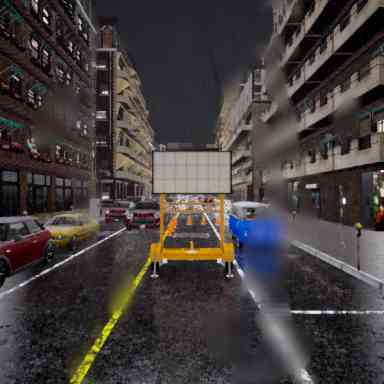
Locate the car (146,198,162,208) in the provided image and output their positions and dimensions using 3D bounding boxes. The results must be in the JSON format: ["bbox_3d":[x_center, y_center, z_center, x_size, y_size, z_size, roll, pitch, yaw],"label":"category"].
[{"bbox_3d":[-5.345,1.586,47.682,1.802,1.307,4.206,1,0,0],"label":"car"}]

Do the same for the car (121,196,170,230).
[{"bbox_3d":[-2.768,1.355,20.868,2.097,1.767,4.553,0,0,0],"label":"car"}]

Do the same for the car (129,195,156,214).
[{"bbox_3d":[-5.333,1.319,36.584,2.192,1.841,5.009,1,0,0],"label":"car"}]

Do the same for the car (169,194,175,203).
[{"bbox_3d":[-5.358,1.318,69.877,2.192,1.841,5.009,1,0,0],"label":"car"}]

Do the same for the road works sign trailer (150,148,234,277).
[{"bbox_3d":[-0.002,0.466,10.214,2.380,3.560,2.880,0,0,0],"label":"road works sign trailer"}]

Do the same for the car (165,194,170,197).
[{"bbox_3d":[-5.352,1.529,58.610,1.752,1.417,4.829,1,0,0],"label":"car"}]

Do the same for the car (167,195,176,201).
[{"bbox_3d":[-5.374,1.567,86.525,1.947,1.339,4.313,1,0,0],"label":"car"}]

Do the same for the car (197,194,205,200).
[{"bbox_3d":[2.504,1.441,92.101,1.967,1.590,4.097,1,0,0],"label":"car"}]

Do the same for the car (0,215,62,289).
[{"bbox_3d":[-5.314,1.442,8.839,1.967,1.590,4.097,1,0,0],"label":"car"}]

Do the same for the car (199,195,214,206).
[{"bbox_3d":[2.533,1.444,53.257,1.967,1.590,4.097,1,0,0],"label":"car"}]

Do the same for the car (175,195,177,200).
[{"bbox_3d":[-5.369,1.553,80.976,2.008,1.369,4.403,1,0,0],"label":"car"}]

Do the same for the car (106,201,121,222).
[{"bbox_3d":[-5.326,1.443,25.486,1.967,1.590,4.097,1,0,0],"label":"car"}]

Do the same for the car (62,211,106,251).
[{"bbox_3d":[-5.319,1.528,14.218,1.752,1.417,4.829,1,0,0],"label":"car"}]

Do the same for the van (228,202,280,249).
[{"bbox_3d":[2.564,1.343,14.413,1.690,1.788,3.998,1,0,0],"label":"van"}]

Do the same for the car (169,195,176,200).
[{"bbox_3d":[-5.378,1.582,92.073,1.802,1.307,4.206,1,0,0],"label":"car"}]
